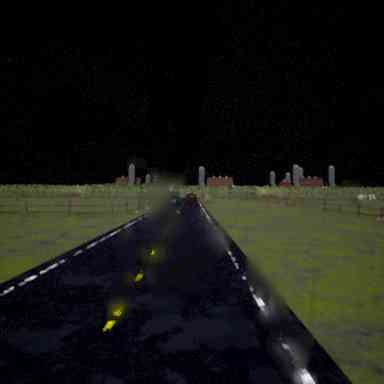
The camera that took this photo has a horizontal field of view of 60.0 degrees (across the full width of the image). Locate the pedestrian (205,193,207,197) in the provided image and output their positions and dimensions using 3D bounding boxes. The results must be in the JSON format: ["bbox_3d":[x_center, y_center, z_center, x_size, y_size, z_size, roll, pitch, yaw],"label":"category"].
[{"bbox_3d":[2.822,1.036,65.335,0.375,1.860,0.375,1,-1,-3],"label":"pedestrian"}]

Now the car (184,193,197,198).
[{"bbox_3d":[-0.458,1.021,91.481,1.895,1.301,4.718,0,0,-20],"label":"car"}]

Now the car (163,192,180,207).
[{"bbox_3d":[-2.836,1.036,47.305,2.150,2.045,5.566,0,0,0],"label":"car"}]

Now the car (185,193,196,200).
[{"bbox_3d":[-0.001,0.989,72.900,1.882,1.535,5.008,0,0,0],"label":"car"}]
